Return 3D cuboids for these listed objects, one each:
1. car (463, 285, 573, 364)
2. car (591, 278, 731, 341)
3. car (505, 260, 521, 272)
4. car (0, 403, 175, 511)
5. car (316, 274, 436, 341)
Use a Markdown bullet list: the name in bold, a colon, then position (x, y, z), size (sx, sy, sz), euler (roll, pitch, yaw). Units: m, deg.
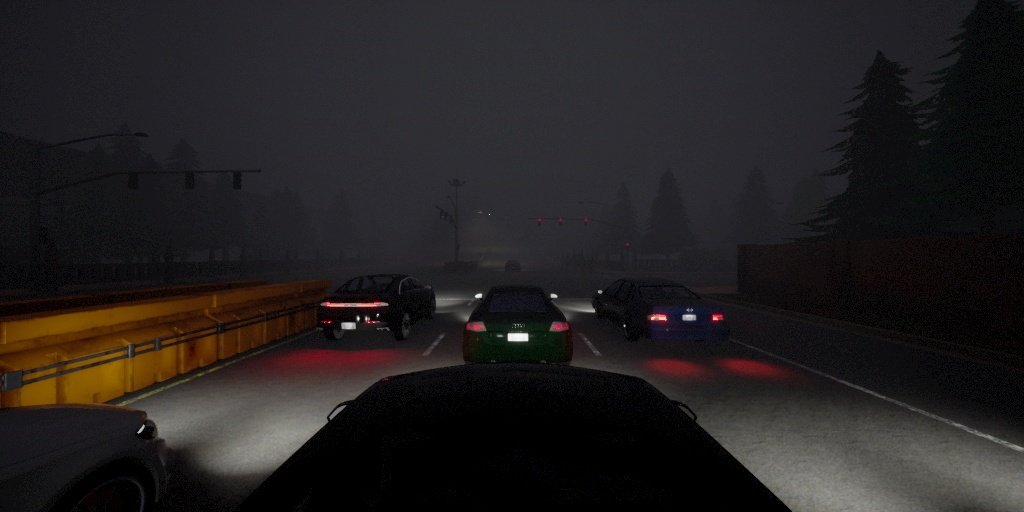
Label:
- **car**: position (0.099, 1.314, 7.936), size (1.994, 1.385, 4.181), euler (0, 0, 0)
- **car**: position (3.600, 1.297, 9.793), size (2.033, 1.411, 5.357), euler (0, 0, 0)
- **car**: position (0.100, 1.228, 45.324), size (1.882, 1.535, 5.008), euler (0, 0, 0)
- **car**: position (-3.403, 1.276, 0.651), size (1.812, 1.442, 4.674), euler (0, 0, 0)
- **car**: position (-3.400, 1.241, 9.887), size (2.128, 1.511, 4.902), euler (0, 0, 0)
